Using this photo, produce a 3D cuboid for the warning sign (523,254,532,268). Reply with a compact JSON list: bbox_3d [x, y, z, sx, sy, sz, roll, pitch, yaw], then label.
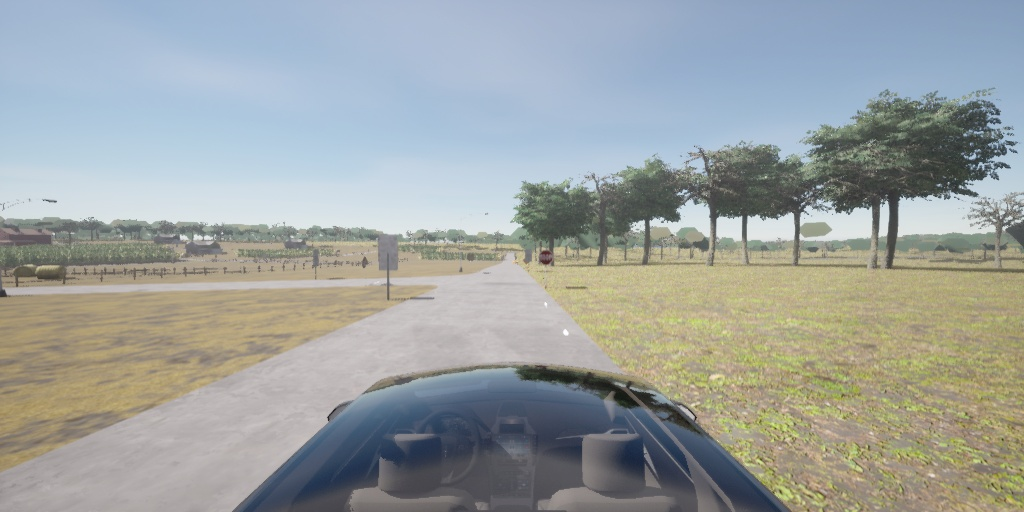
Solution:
[{"bbox_3d":[2.450,1.080,61.570,1.300,1.860,1.060,0,0,0],"label":"warning sign"}]
